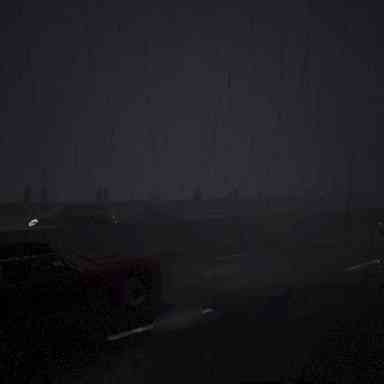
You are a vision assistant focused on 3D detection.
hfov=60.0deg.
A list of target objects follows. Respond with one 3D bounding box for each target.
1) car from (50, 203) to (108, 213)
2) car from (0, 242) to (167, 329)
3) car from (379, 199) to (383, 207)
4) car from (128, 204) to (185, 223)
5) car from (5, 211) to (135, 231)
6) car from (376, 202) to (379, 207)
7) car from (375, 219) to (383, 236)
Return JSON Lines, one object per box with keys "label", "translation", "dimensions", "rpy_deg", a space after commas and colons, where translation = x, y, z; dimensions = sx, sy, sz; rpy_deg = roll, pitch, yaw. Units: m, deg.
{"label": "car", "translation": [-6.257, 1.401, 16.951], "dimensions": [4.553, 1.767, 2.097], "rpy_deg": [0, 0, -38]}
{"label": "car", "translation": [-2.848, 1.620, 6.159], "dimensions": [4.718, 1.301, 1.895], "rpy_deg": [0, 0, -36]}
{"label": "car", "translation": [27.176, 1.300, 43.456], "dimensions": [5.566, 2.045, 2.150], "rpy_deg": [1, -1, -38]}
{"label": "car", "translation": [-3.025, 1.610, 23.950], "dimensions": [5.357, 1.411, 2.033], "rpy_deg": [0, 0, -38]}
{"label": "car", "translation": [-4.986, 1.640, 13.505], "dimensions": [4.718, 1.301, 1.895], "rpy_deg": [0, 0, -38]}
{"label": "car", "translation": [29.564, 1.636, 49.790], "dimensions": [5.357, 1.411, 2.033], "rpy_deg": [0, 0, -38]}
{"label": "car", "translation": [11.523, 1.631, 17.377], "dimensions": [4.718, 1.301, 1.895], "rpy_deg": [0, 0, -38]}
